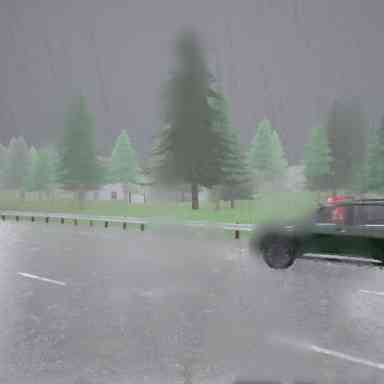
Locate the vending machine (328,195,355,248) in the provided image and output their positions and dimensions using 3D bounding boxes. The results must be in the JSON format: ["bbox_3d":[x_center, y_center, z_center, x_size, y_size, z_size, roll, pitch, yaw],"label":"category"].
[{"bbox_3d":[6.332,1.195,14.083,0.880,2.100,1.100,0,0,35],"label":"vending machine"}]

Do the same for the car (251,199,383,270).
[{"bbox_3d":[4.485,1.218,9.379,5.566,2.045,2.150,0,0,35],"label":"car"}]

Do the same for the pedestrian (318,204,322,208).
[{"bbox_3d":[5.407,1.293,13.894,0.375,1.860,0.375,0,0,35],"label":"pedestrian"}]
